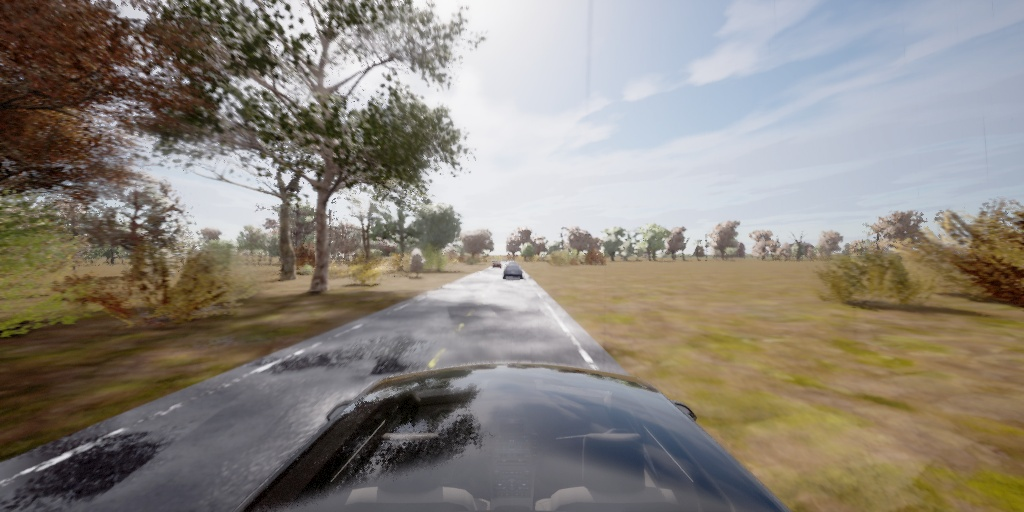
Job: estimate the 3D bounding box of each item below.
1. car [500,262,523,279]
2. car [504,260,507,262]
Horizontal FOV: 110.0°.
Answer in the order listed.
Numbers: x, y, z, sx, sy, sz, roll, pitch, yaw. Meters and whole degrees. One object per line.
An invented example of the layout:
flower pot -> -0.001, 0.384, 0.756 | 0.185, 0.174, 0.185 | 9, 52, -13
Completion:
car -> 0.087, 1.552, 36.338 | 1.994, 1.385, 4.181 | 0, 0, 0
car -> 0.072, 1.607, 53.874 | 1.837, 1.490, 4.892 | 0, 0, 0
